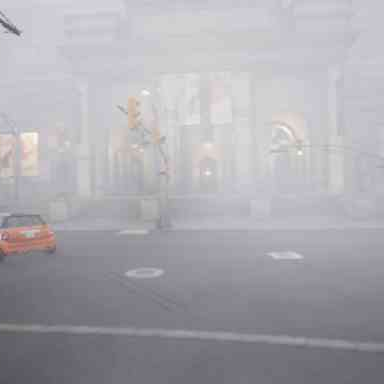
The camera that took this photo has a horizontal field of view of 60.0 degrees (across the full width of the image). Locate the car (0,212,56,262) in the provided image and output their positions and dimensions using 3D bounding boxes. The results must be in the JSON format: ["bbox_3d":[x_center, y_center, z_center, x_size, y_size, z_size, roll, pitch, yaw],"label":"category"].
[{"bbox_3d":[-7.391,1.601,13.317,4.553,1.767,2.097,-1,-1,41],"label":"car"}]
